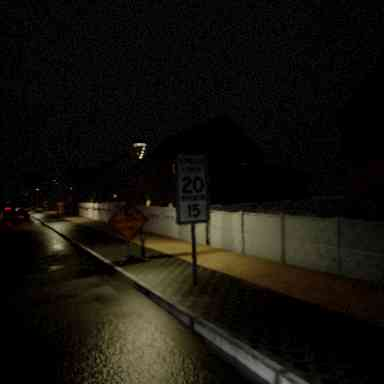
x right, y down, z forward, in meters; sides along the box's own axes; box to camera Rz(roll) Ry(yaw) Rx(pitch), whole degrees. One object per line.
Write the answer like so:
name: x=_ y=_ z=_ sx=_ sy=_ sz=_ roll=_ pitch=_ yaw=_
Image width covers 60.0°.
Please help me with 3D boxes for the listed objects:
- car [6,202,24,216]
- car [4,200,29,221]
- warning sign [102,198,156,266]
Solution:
car: x=-24.788 y=2.349 z=46.504 sx=2.097 sy=1.767 sz=4.553 roll=-2 pitch=0 yaw=-29
car: x=-19.216 y=1.961 z=36.464 sx=2.150 sy=2.045 sz=5.566 roll=-2 pitch=0 yaw=-29
warning sign: x=-1.968 y=1.178 z=10.317 sx=1.300 sy=1.860 sz=1.060 roll=-3 pitch=0 yaw=-29
